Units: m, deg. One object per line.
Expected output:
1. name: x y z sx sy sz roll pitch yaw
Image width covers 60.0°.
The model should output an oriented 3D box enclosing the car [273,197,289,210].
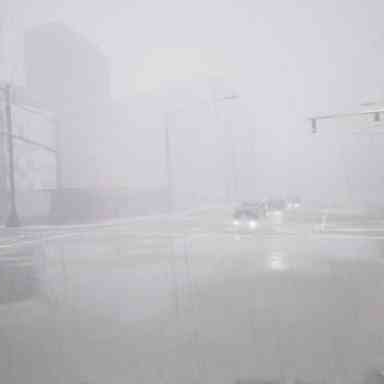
1. car: 9.229 1.306 37.150 1.895 1.301 4.718 -2 0 25

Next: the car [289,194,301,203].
1. car: 16.974 1.087 55.263 2.128 1.511 4.902 -2 -1 23

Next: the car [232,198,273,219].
1. car: 4.790 1.349 26.750 2.033 1.411 5.357 -2 0 23
